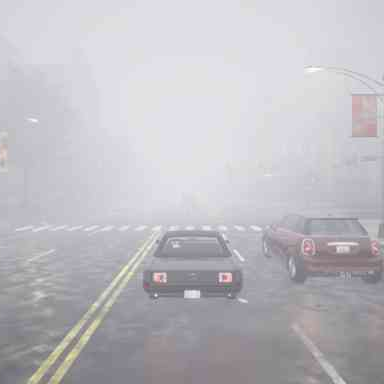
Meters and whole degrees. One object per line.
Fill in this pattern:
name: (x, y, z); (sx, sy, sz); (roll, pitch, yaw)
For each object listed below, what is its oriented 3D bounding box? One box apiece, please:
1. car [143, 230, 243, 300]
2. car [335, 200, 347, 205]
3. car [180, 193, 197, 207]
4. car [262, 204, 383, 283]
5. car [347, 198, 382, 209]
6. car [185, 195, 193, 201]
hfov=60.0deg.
car: (0.011, 1.601, 8.365); (1.895, 1.301, 4.718); (0, 0, 0)
car: (22.678, 1.547, 45.928); (5.357, 1.411, 2.033); (0, 0, 0)
car: (-0.547, 1.221, 51.523); (2.150, 2.045, 5.566); (0, 0, 5)
car: (3.503, 1.352, 9.849); (2.097, 1.767, 4.553); (0, 0, 0)
car: (22.600, 1.563, 42.428); (4.181, 1.385, 1.994); (0, 0, 0)
car: (-0.747, 1.499, 84.325); (1.837, 1.490, 4.892); (0, 0, -1)
